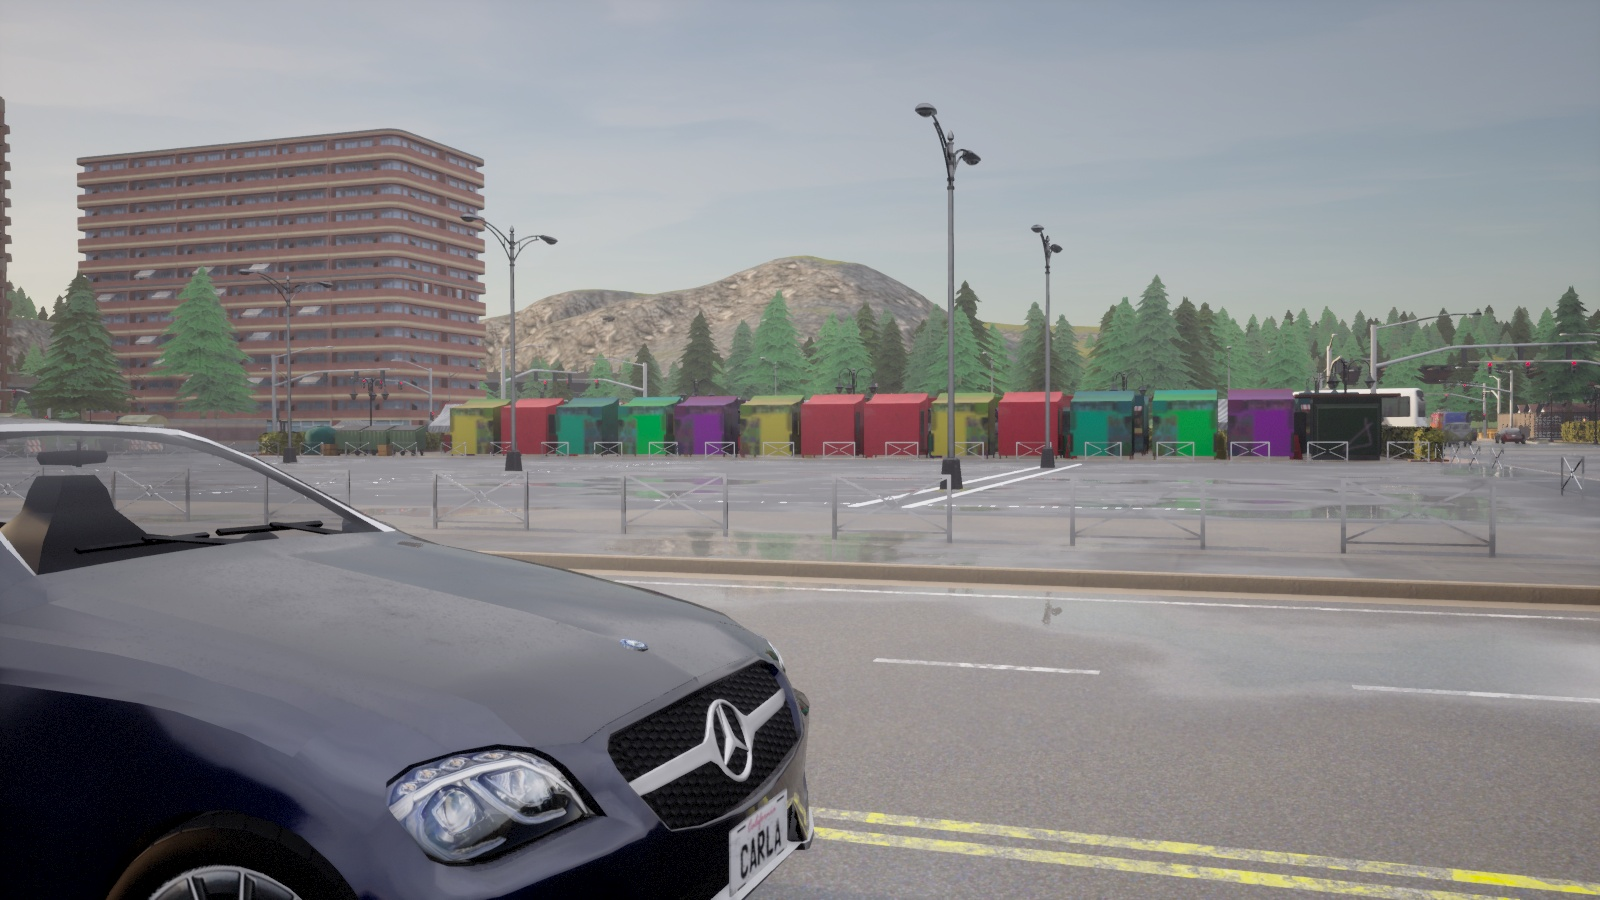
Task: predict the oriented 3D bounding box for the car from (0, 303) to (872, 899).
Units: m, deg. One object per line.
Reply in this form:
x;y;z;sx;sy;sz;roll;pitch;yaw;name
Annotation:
-2.485;0.531;4.025;5.027;1.651;2.152;1;1;19;car

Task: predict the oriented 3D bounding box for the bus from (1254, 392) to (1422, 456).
37.908;-1.828;88.718;10.273;4.253;3.944;1;1;37;bus
